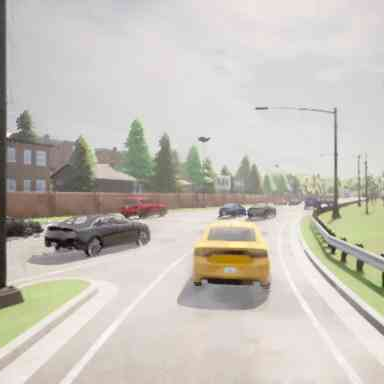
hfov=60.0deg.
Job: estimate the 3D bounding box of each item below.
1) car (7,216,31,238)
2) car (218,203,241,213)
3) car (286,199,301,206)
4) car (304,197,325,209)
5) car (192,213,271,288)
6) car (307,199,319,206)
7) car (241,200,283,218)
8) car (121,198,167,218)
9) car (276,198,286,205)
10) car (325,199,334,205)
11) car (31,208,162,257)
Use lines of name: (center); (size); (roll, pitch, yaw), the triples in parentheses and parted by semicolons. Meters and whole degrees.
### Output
car: (-10.179, 1.725, 16.455); (2.033, 1.411, 5.357); (0, -1, 29)
car: (4.338, 1.939, 35.139); (1.812, 1.442, 4.674); (0, -1, 29)
car: (23.910, 2.453, 77.272); (1.812, 1.442, 4.674); (0, -1, 29)
car: (21.147, 1.923, 57.884); (2.150, 2.045, 5.566); (0, -1, 29)
car: (1.191, 1.593, 9.707); (1.882, 1.535, 5.008); (0, -1, 8)
car: (28.285, 2.420, 77.912); (1.882, 1.535, 5.008); (0, -1, 29)
car: (6.938, 1.880, 32.624); (2.128, 1.511, 4.902); (0, -1, 29)
car: (-4.744, 1.598, 33.274); (2.150, 2.045, 5.566); (0, -1, 29)
car: (21.317, 2.309, 79.803); (2.097, 1.767, 4.553); (0, -1, 29)
car: (34.011, 2.486, 80.951); (1.837, 1.490, 4.892); (0, -1, 29)
car: (-3.655, 1.648, 13.797); (2.128, 1.511, 4.902); (0, -1, 29)
